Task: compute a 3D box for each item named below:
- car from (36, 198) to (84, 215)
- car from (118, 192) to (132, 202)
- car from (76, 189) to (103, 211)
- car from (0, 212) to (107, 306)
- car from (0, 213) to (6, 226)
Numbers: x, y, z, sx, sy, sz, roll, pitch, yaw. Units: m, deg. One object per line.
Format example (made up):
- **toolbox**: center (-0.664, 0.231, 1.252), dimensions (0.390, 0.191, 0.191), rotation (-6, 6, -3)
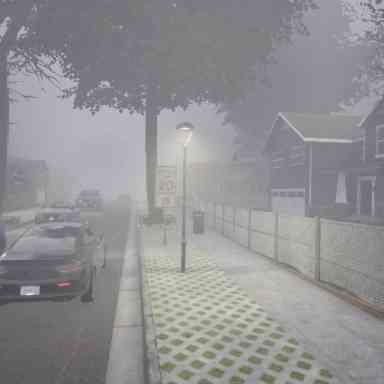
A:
- **car**: center (-8.096, 1.286, 20.282), dimensions (1.994, 1.385, 4.181), rotation (1, 1, -10)
- **car**: center (-10.515, 0.800, 51.926), dimensions (1.837, 1.490, 4.892), rotation (1, 1, -10)
- **car**: center (-10.354, 0.751, 33.777), dimensions (2.150, 2.045, 5.566), rotation (1, 2, -8)
- **car**: center (-3.063, 1.439, 7.768), dimensions (1.812, 1.442, 4.674), rotation (1, 1, -10)
- **car**: center (-5.803, 1.101, 6.889), dimensions (2.150, 2.045, 5.566), rotation (1, 1, -10)
